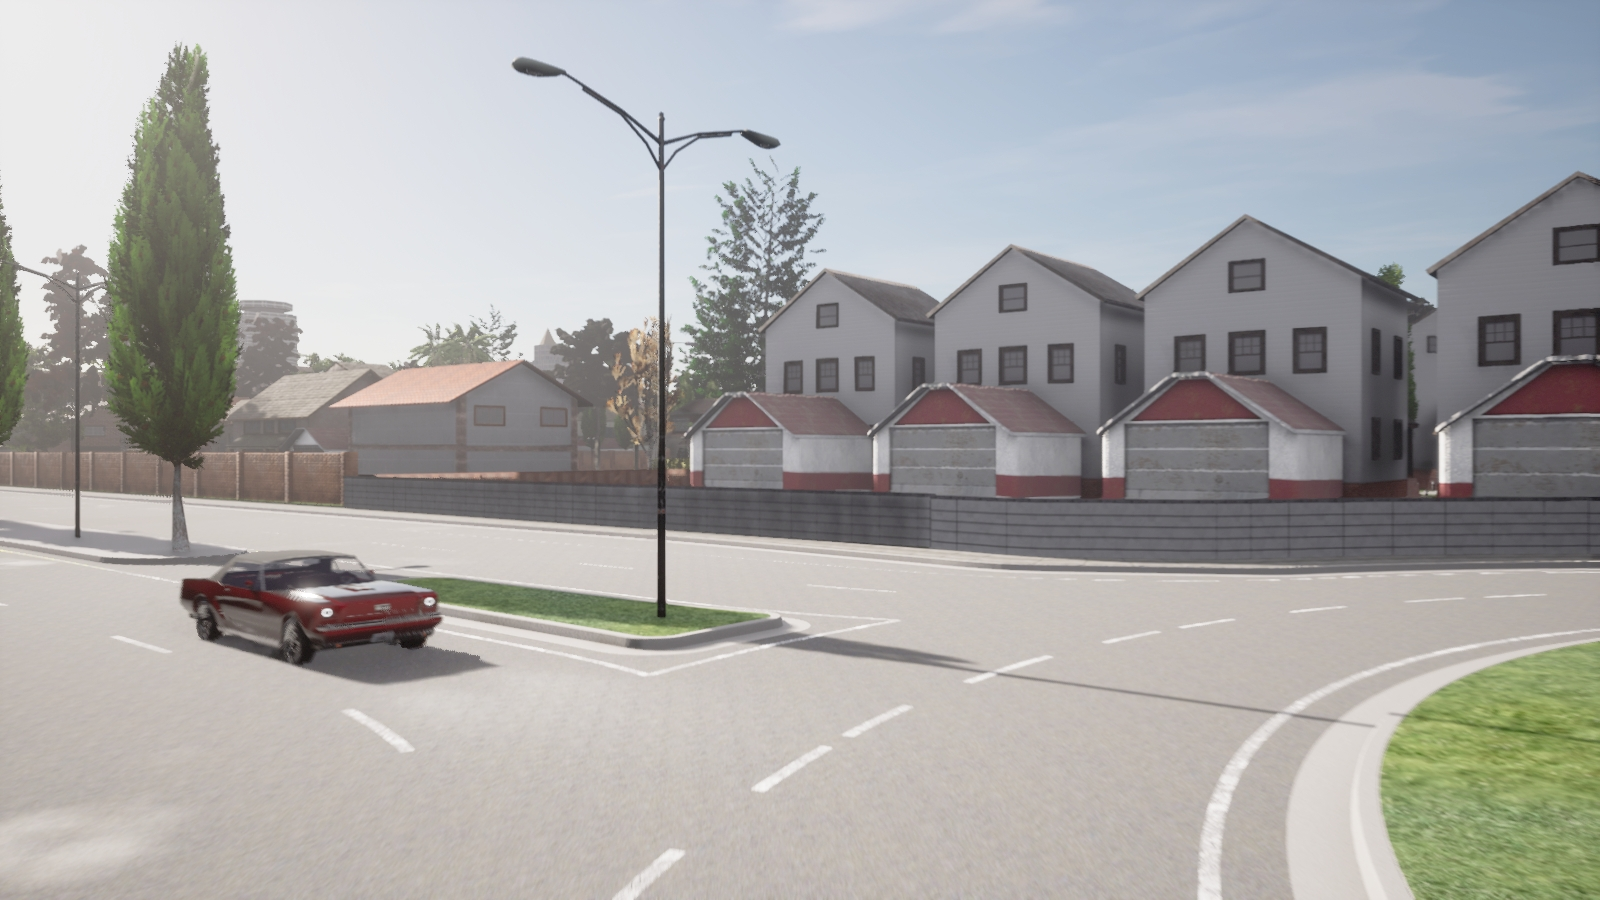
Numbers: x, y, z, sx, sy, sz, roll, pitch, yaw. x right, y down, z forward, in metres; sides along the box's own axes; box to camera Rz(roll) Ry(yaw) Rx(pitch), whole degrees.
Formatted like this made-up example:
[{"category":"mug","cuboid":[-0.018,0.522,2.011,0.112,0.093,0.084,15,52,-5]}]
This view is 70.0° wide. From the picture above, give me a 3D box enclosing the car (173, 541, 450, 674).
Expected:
[{"category":"car","cuboid":[-7.202,2.158,16.602,4.718,1.301,1.895,0,0,42]}]
